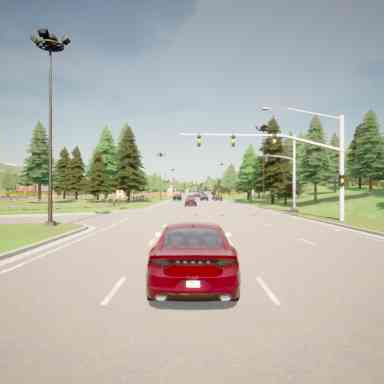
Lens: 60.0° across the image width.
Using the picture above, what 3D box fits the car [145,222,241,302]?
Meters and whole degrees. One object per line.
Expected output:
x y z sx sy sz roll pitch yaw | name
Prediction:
0.031 1.478 8.365 1.882 1.535 5.008 0 0 0 | car

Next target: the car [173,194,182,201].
-3.818 1.469 83.566 1.882 1.535 5.008 0 0 0 | car

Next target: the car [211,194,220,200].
6.642 1.372 94.026 2.033 1.411 5.357 0 0 0 | car

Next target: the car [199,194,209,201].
3.180 1.517 84.010 1.812 1.442 4.674 0 0 0 | car

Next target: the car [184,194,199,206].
-0.201 1.526 52.967 1.812 1.442 4.674 0 0 0 | car

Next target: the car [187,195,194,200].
-0.358 1.428 94.030 1.895 1.301 4.718 0 0 0 | car

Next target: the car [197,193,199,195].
3.142 1.358 94.013 2.128 1.511 4.902 0 0 0 | car

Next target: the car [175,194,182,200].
-3.858 1.310 93.986 1.882 1.535 5.008 0 0 0 | car

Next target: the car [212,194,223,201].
6.682 1.517 83.607 2.128 1.511 4.902 0 0 0 | car
